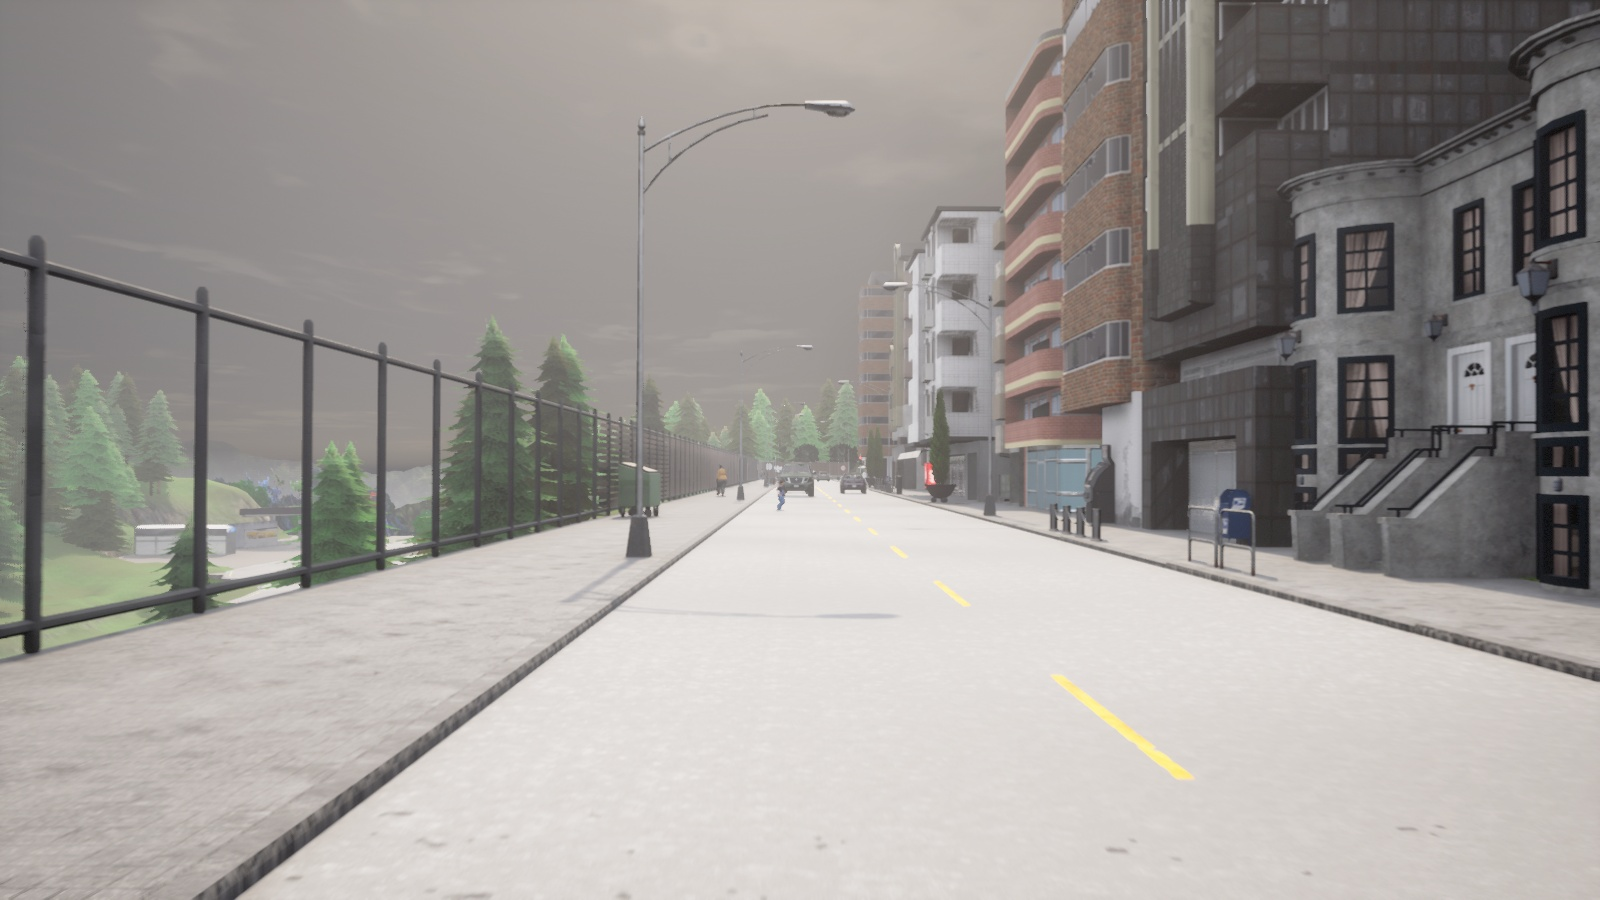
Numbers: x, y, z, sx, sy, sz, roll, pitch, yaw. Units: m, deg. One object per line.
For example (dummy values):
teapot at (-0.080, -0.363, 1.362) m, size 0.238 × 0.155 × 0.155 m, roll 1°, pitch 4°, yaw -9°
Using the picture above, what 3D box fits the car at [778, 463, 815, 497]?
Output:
car at (-0.217, 1.824, 77.024) m, size 2.150 × 2.045 × 5.566 m, roll 0°, pitch -1°, yaw 0°

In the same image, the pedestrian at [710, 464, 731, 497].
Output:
pedestrian at (-4.492, 1.733, 71.097) m, size 0.874 × 1.855 × 0.900 m, roll 0°, pitch -1°, yaw -31°

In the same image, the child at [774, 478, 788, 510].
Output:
child at (-0.742, 1.722, 49.267) m, size 0.437 × 1.263 × 0.270 m, roll -1°, pitch -1°, yaw 26°

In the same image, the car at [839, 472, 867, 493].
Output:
car at (3.748, 2.305, 89.087) m, size 1.816 × 1.474 × 4.193 m, roll 0°, pitch -1°, yaw 0°
